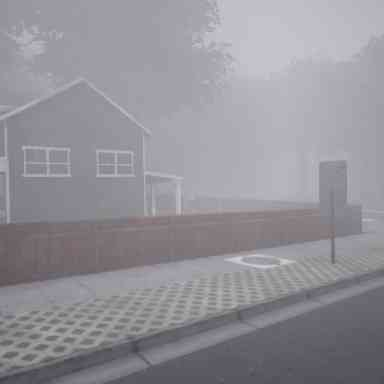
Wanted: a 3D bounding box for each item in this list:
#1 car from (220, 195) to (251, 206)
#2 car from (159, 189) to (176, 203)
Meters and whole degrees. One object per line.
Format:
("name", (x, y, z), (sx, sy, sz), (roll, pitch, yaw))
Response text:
("car", (4.929, 1.042, 34.870), (2.128, 1.511, 4.902), (-2, 2, -36))
("car", (-2.909, 0.550, 45.804), (2.097, 1.767, 4.553), (-2, 3, -35))
